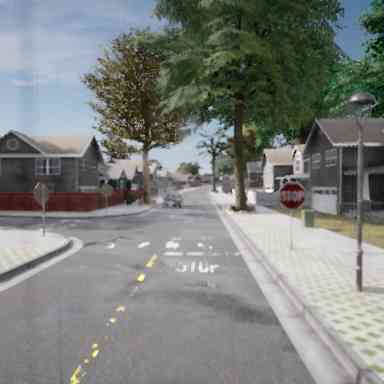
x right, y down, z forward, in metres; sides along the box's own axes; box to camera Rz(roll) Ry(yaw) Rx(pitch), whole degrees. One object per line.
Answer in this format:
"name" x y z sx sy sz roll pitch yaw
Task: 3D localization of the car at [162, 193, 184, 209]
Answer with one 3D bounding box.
"car" -1.862 0.845 33.333 2.128 1.511 4.902 0 2 2
